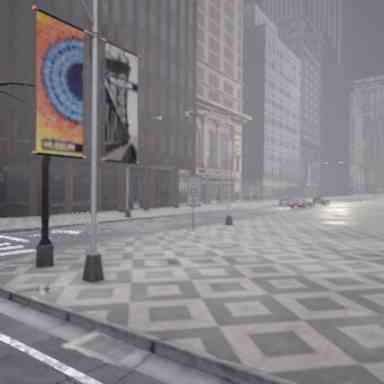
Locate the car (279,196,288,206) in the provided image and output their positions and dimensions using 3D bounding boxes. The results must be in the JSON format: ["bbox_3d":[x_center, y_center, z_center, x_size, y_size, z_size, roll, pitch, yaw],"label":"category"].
[{"bbox_3d":[14.353,1.350,49.030,2.128,1.511,4.902,1,1,35],"label":"car"}]

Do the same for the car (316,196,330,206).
[{"bbox_3d":[20.171,1.374,52.057,1.837,1.490,4.892,1,1,35],"label":"car"}]

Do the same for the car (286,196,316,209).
[{"bbox_3d":[14.417,1.513,43.838,1.895,1.301,4.718,1,1,36],"label":"car"}]
